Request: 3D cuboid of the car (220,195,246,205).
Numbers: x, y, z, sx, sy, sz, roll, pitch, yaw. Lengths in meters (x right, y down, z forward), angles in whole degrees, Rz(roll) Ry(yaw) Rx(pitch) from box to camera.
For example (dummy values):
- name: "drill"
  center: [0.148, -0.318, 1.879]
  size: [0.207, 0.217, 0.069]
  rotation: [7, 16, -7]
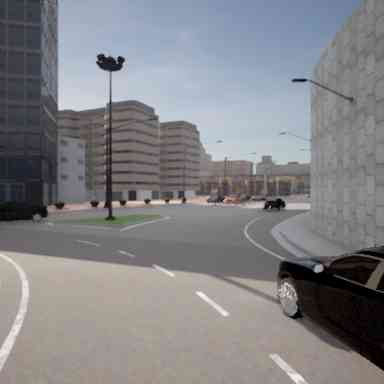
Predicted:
- name: "car"
  center: [7.300, 1.246, 58.432]
  size: [2.097, 1.767, 4.553]
  rotation: [0, 0, 28]

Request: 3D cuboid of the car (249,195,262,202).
- name: "car"
  center: [14.450, 1.419, 71.984]
  size: [1.994, 1.385, 4.181]
  rotation: [0, 0, 28]

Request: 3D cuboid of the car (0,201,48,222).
- name: "car"
  center: [-13.091, 1.444, 24.082]
  size: [1.882, 1.535, 5.008]
  rotation: [0, 1, 45]

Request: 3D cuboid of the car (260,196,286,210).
- name: "car"
  center: [10.236, 1.427, 40.936]
  size: [1.837, 1.490, 4.892]
  rotation: [0, 0, 27]

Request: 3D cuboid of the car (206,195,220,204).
- name: "car"
  center: [4.206, 1.397, 60.057]
  size: [1.837, 1.490, 4.892]
  rotation: [0, 0, 28]

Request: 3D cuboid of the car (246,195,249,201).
- name: "car"
  center: [11.466, 1.364, 73.831]
  size: [1.837, 1.490, 4.892]
  rotation: [0, 0, 28]

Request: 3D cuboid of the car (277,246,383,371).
- name: "car"
  center: [2.925, 1.468, 4.495]
  size: [1.882, 1.535, 5.008]
  rotation: [0, 0, -12]
